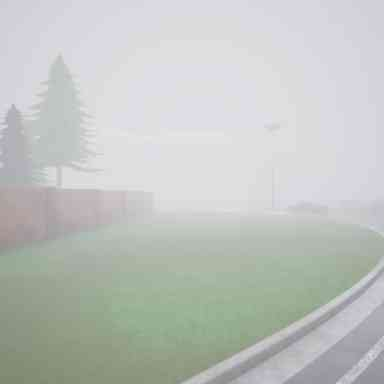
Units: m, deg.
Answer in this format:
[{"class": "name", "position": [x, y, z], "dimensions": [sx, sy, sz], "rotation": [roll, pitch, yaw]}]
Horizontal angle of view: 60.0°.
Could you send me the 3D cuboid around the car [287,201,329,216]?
[{"class": "car", "position": [12.184, 1.723, 35.404], "dimensions": [1.882, 1.535, 5.008], "rotation": [1, -1, -23]}]
